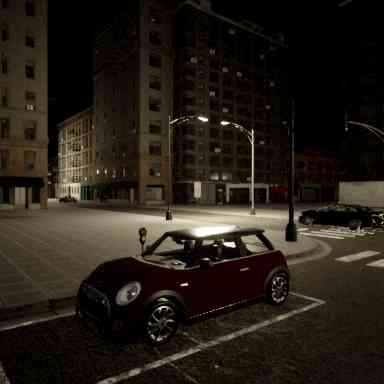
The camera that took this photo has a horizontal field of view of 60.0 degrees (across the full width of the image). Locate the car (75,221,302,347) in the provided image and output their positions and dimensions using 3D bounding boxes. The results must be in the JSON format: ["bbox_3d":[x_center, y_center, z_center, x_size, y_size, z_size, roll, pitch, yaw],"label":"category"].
[{"bbox_3d":[-0.029,1.440,6.285,4.097,1.590,1.967,0,0,-38],"label":"car"}]

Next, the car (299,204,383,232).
[{"bbox_3d":[8.721,1.443,19.763,2.128,1.511,4.902,0,0,-38],"label":"car"}]

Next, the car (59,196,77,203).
[{"bbox_3d":[-22.166,1.273,59.258,1.895,1.301,4.718,0,0,-39],"label":"car"}]
